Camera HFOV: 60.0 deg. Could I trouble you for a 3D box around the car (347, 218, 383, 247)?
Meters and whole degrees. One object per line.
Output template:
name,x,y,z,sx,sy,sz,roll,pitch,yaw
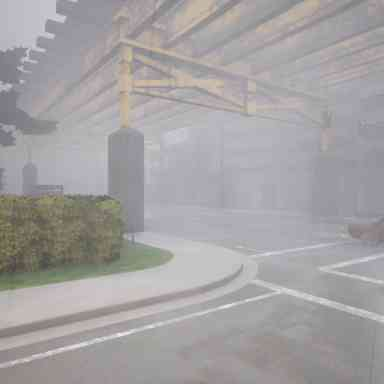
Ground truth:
car,8.756,1.601,12.930,1.895,1.301,4.718,0,0,-36

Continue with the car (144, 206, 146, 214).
car,-6.472,1.470,34.072,1.837,1.490,4.892,0,0,-36
